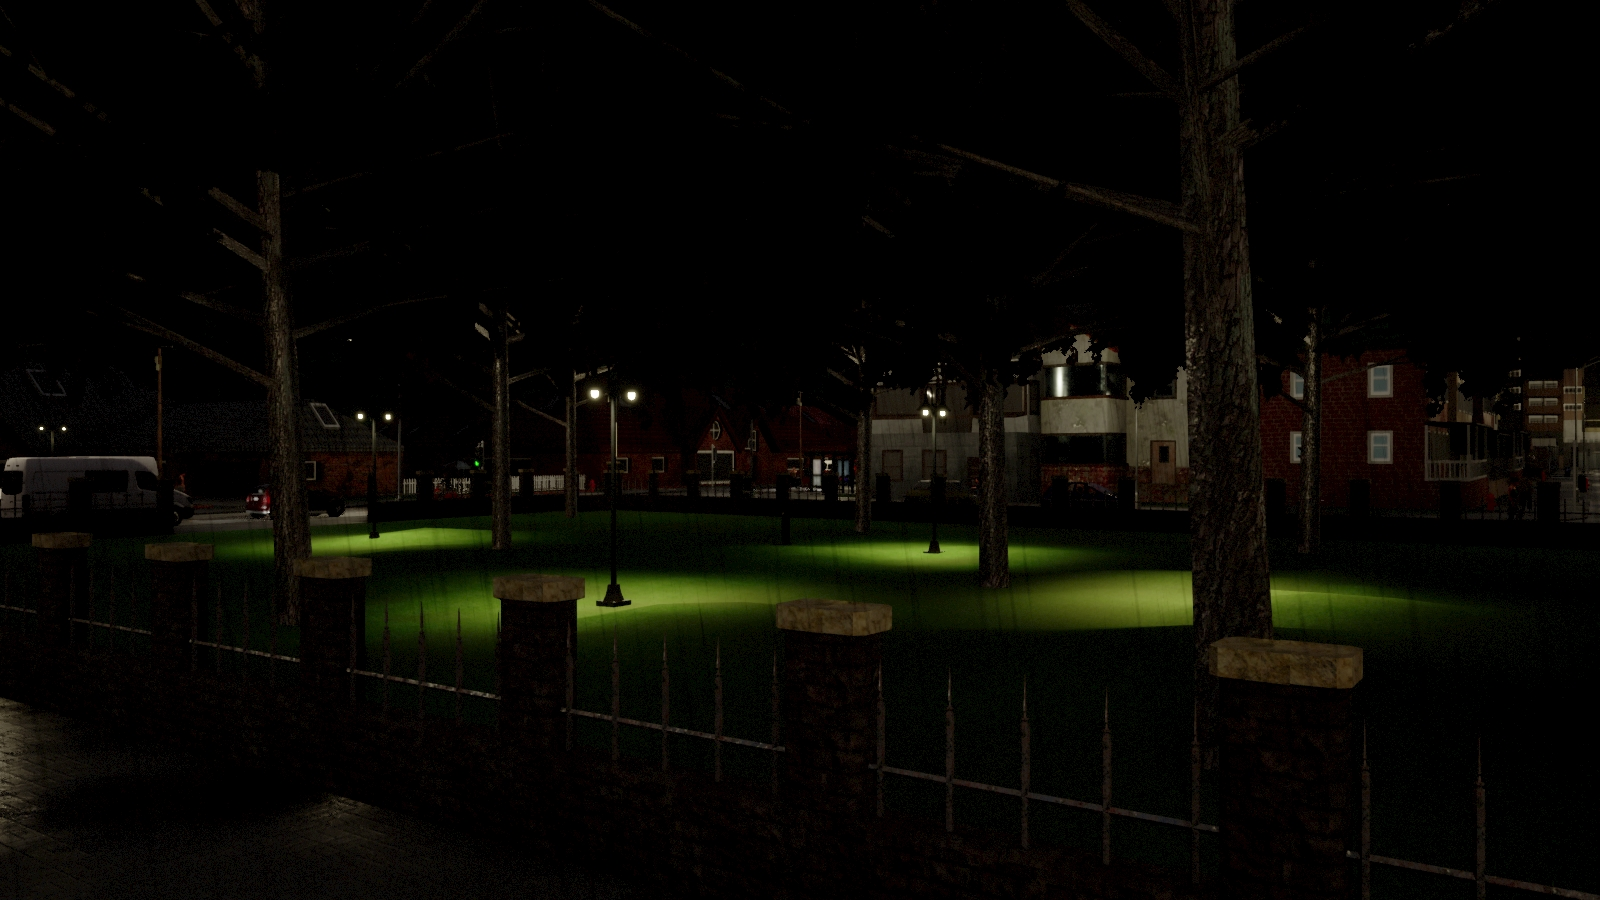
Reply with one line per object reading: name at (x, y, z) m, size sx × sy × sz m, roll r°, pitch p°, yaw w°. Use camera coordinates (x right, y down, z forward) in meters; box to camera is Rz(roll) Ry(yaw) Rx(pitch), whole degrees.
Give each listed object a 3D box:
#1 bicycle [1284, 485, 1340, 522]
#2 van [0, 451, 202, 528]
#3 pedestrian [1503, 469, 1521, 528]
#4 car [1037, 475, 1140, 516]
bicycle at (18.671, 1.940, 41.696) m, size 1.835 × 1.271 × 0.329 m, roll 0°, pitch 0°, yaw 35°
van at (-24.847, 1.314, 40.778) m, size 1.988 × 2.561 × 5.915 m, roll 0°, pitch 0°, yaw 36°
pedestrian at (22.588, 1.525, 36.242) m, size 0.375 × 1.860 × 0.375 m, roll 0°, pitch 0°, yaw -39°
car at (11.752, 1.818, 46.570) m, size 3.633 × 1.501 × 1.845 m, roll 0°, pitch 0°, yaw 35°
